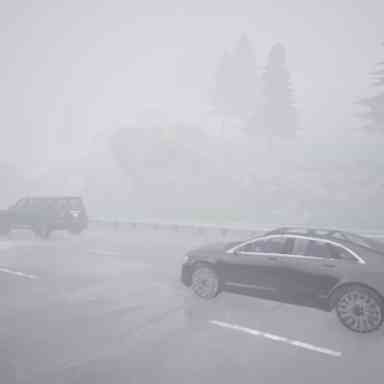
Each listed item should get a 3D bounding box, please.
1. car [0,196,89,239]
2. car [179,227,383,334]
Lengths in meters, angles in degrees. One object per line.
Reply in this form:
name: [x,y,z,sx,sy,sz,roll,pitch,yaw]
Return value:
car: [-7.851,1.202,17.260,5.566,2.045,2.150,0,0,31]
car: [1.981,1.478,6.749,4.902,1.511,2.128,0,0,35]
